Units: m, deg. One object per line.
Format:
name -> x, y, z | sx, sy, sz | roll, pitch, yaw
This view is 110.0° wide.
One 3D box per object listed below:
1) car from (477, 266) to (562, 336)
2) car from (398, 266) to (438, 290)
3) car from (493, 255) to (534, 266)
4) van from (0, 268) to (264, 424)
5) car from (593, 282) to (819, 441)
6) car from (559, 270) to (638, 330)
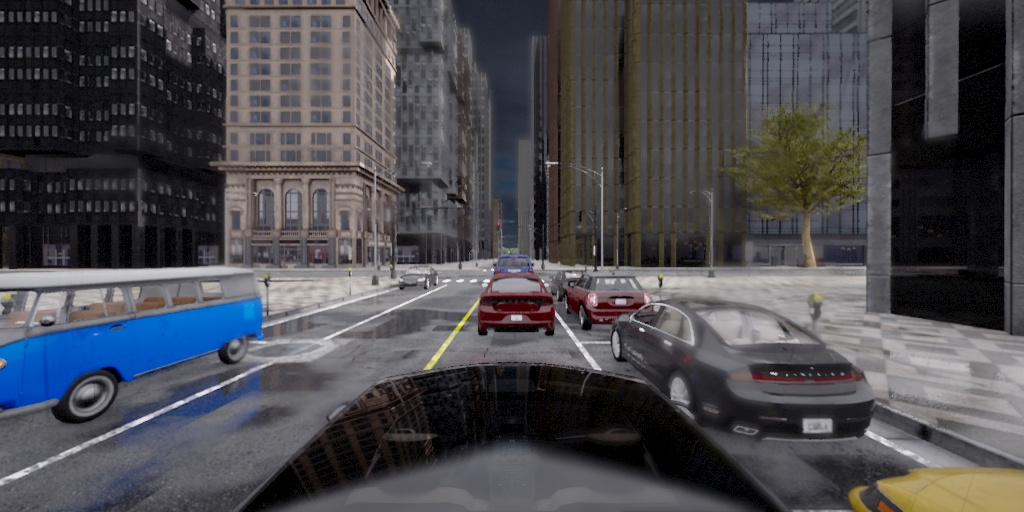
car -> 0.105, 1.225, 10.447 | 1.882, 1.535, 5.008 | 0, 0, 0
car -> -5.734, 1.292, 22.354 | 2.007, 1.370, 4.403 | 0, 0, 0
car -> 0.102, 0.964, 20.331 | 2.150, 2.045, 5.566 | 0, 0, 0
van -> -5.756, 1.090, 5.431 | 1.690, 1.789, 3.998 | 0, 0, 0
car -> 2.769, 1.299, 5.421 | 2.007, 1.370, 4.403 | 0, 0, 0
car -> 2.777, 1.187, 11.062 | 1.967, 1.591, 4.097 | 0, 0, 0
